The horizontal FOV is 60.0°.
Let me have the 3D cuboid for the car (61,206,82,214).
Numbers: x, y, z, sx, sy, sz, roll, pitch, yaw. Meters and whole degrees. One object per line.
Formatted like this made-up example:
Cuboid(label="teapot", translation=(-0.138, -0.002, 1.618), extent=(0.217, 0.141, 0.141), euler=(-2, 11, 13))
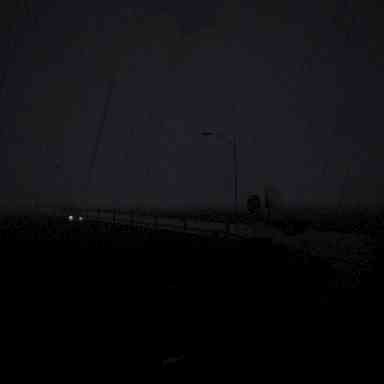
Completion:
Cuboid(label="car", translation=(-18.235, 2.708, 50.343), extent=(1.895, 1.301, 4.718), euler=(-1, -1, -35))
